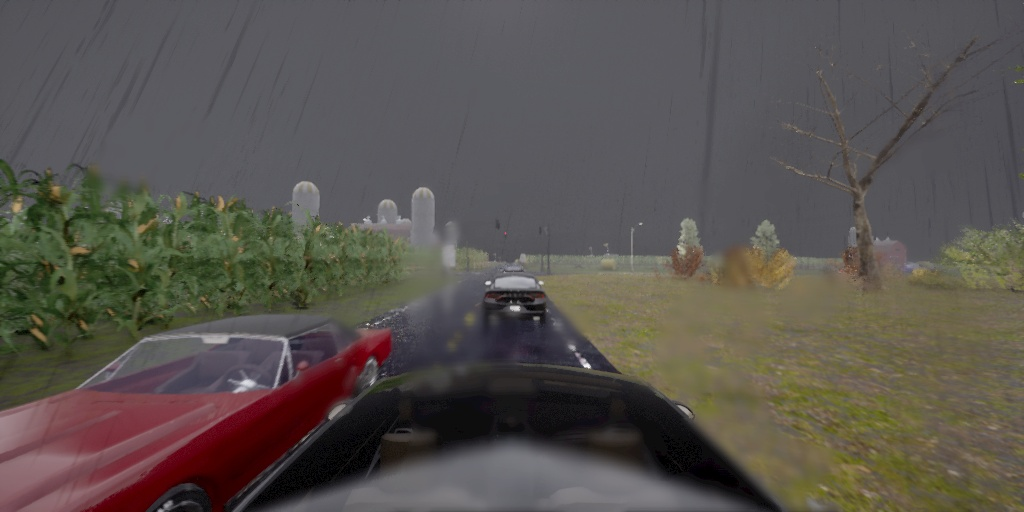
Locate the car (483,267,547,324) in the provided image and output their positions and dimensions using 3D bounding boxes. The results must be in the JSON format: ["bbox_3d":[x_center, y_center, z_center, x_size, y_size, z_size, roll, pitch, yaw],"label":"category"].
[{"bbox_3d":[0.095,1.302,12.292,1.882,1.535,5.008,0,0,0],"label":"car"}]

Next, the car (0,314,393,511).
[{"bbox_3d":[-2.851,1.364,3.575,1.895,1.301,4.718,0,0,0],"label":"car"}]

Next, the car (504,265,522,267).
[{"bbox_3d":[0.093,1.426,27.306,2.128,1.511,4.902,0,-1,0],"label":"car"}]
